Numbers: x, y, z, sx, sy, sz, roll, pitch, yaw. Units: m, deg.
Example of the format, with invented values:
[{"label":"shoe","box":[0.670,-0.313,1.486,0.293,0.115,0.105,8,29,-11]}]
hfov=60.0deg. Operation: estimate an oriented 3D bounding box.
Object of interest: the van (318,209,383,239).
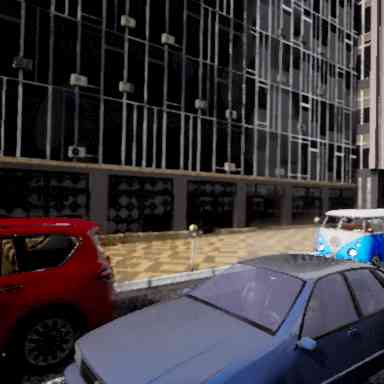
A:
[{"label":"van","box":[5.675,1.449,10.598,3.998,1.788,1.690,1,1,-35]}]

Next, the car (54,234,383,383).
[{"label":"car","box":[1.311,1.582,4.314,5.357,1.411,2.033,1,0,-35]}]

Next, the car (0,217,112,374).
[{"label":"car","box":[-3.397,1.311,4.115,5.009,1.841,2.192,1,1,-35]}]
